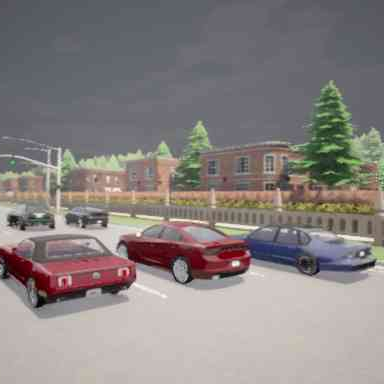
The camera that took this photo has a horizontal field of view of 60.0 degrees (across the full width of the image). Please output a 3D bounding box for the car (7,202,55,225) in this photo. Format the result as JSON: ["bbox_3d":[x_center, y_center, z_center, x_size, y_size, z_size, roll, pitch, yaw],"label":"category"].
[{"bbox_3d":[-10.935,1.530,22.460,2.097,1.767,4.553,2,-1,-41],"label":"car"}]

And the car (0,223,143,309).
[{"bbox_3d":[-3.352,1.682,8.192,1.895,1.301,4.718,2,-1,-41],"label":"car"}]

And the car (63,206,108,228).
[{"bbox_3d":[-7.773,1.764,24.144,1.837,1.490,4.892,2,-1,-41],"label":"car"}]

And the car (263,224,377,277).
[{"bbox_3d":[3.180,1.792,11.326,2.033,1.411,5.357,2,-1,-40],"label":"car"}]

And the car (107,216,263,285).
[{"bbox_3d":[-0.513,1.641,10.261,1.882,1.535,5.008,2,-1,-41],"label":"car"}]
